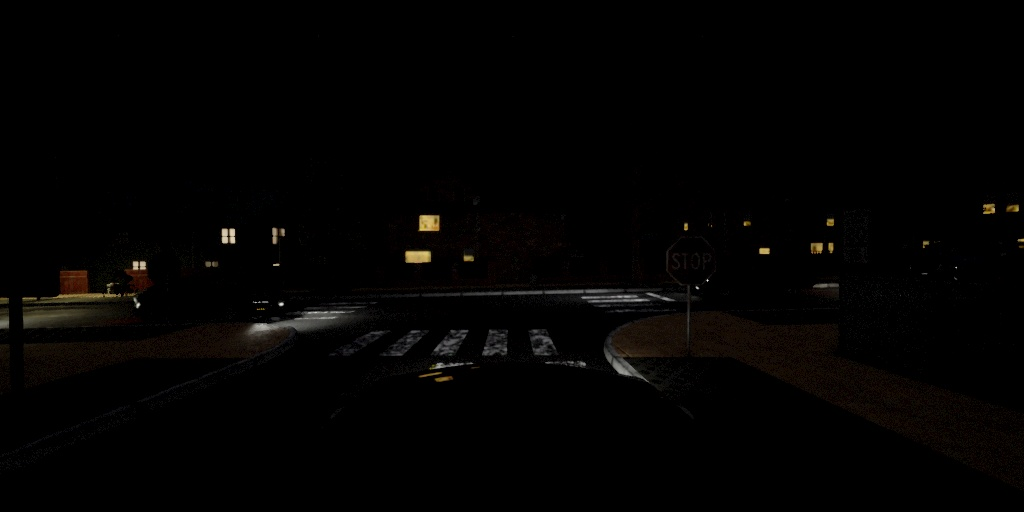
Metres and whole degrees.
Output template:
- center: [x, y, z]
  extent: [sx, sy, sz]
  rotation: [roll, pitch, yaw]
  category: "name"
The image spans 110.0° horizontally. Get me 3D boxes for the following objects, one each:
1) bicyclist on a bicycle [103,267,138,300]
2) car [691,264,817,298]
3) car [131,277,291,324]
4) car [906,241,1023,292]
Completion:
- center: [-20.223, 1.409, 18.521]
  extent: [0.582, 1.620, 1.656]
  rotation: [-1, 1, 0]
  category: "bicyclist on a bicycle"
- center: [10.340, 1.032, 15.777]
  extent: [4.718, 1.301, 1.895]
  rotation: [-1, 1, 0]
  category: "car"
- center: [-10.411, 1.473, 12.563]
  extent: [4.892, 1.490, 1.837]
  rotation: [-1, 1, 4]
  category: "car"
- center: [20.985, 0.402, 15.823]
  extent: [5.566, 2.045, 2.150]
  rotation: [-1, 1, 0]
  category: "car"
